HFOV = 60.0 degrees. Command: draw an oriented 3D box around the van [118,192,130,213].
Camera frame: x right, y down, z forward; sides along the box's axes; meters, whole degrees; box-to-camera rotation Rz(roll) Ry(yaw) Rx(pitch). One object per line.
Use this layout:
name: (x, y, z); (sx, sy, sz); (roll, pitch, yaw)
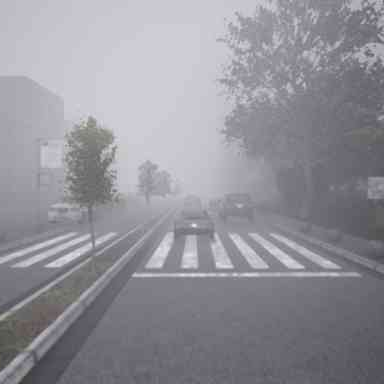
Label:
van: (-8.094, 1.076, 34.652); (1.878, 1.987, 4.442); (0, 0, 0)

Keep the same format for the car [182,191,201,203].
car: (0.092, 1.114, 42.727); (2.097, 1.767, 4.553); (0, 0, 0)

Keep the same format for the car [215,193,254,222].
car: (3.245, 1.095, 25.280); (2.150, 2.045, 5.566); (0, 0, 0)

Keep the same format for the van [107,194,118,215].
van: (-8.125, 1.111, 29.105); (1.878, 1.987, 4.442); (0, 0, 0)

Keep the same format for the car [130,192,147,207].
car: (-8.035, 0.971, 45.832); (2.435, 2.045, 5.566); (0, 0, 0)

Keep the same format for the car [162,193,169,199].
car: (-7.824, 0.861, 84.592); (2.097, 1.535, 5.008); (0, 1, 1)

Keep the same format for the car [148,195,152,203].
car: (-8.004, 1.209, 51.379); (2.163, 1.488, 4.792); (0, 0, 0)

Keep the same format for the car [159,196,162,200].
car: (-7.914, 1.071, 68.050); (2.002, 1.452, 4.674); (0, 1, 0)

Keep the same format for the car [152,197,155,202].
car: (-7.975, 1.172, 56.958); (2.002, 1.452, 4.674); (0, 0, 0)

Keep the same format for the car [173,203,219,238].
car: (0.097, 1.482, 17.137); (1.994, 1.385, 4.181); (0, 0, 0)

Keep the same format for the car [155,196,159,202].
car: (-7.944, 1.113, 62.473); (2.163, 1.488, 4.792); (0, 1, 0)

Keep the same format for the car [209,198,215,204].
car: (3.242, 1.361, 43.062); (1.895, 1.301, 4.718); (0, 0, 0)

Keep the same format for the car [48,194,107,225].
car: (-8.153, 1.116, 23.647); (2.435, 2.045, 5.566); (0, 0, 0)
